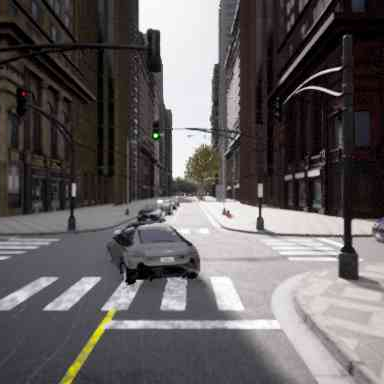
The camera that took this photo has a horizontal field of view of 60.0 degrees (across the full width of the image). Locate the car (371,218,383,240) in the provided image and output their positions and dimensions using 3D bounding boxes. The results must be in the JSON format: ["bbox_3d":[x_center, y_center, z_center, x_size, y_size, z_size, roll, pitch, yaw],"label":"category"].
[{"bbox_3d":[10.851,1.446,15.357,4.553,1.767,2.097,0,0,1],"label":"car"}]

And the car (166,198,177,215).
[{"bbox_3d":[-3.119,1.629,36.077,2.128,1.511,4.902,0,0,0],"label":"car"}]

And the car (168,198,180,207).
[{"bbox_3d":[-3.045,1.763,56.724,1.812,1.442,4.674,0,0,0],"label":"car"}]

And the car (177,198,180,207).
[{"bbox_3d":[-3.094,1.733,46.390,2.033,1.411,5.357,0,0,0],"label":"car"}]

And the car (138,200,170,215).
[{"bbox_3d":[-3.111,1.646,26.316,2.033,1.411,5.357,0,0,0],"label":"car"}]

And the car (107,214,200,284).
[{"bbox_3d":[-1.296,1.602,9.905,1.994,1.385,4.181,0,0,-20],"label":"car"}]
